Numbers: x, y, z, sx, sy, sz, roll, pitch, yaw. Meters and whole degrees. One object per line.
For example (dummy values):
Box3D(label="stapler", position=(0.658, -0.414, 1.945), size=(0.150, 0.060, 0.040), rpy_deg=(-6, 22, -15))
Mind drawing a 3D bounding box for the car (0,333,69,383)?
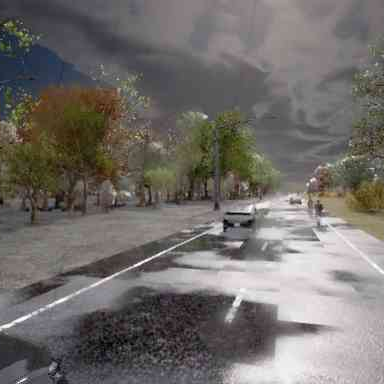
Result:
Box3D(label="car", position=(-2.464, 1.525, 1.208), size=(1.812, 1.442, 4.674), rpy_deg=(0, 0, 17))

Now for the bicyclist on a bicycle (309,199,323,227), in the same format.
Box3D(label="bicyclist on a bicycle", position=(8.150, 1.375, 21.488), size=(0.659, 1.776, 1.843), rpy_deg=(0, 0, 17))

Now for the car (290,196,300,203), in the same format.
Box3D(label="car", position=(21.914, 1.615, 70.934), size=(1.895, 1.301, 4.718), rpy_deg=(0, 0, 17))

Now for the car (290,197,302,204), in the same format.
Box3D(label="car", position=(19.130, 1.580, 61.263), size=(1.994, 1.385, 4.181), rpy_deg=(0, 0, 16))

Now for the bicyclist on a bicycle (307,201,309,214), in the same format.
Box3D(label="bicyclist on a bicycle", position=(10.671, 1.460, 29.926), size=(0.582, 1.620, 1.656), rpy_deg=(0, 0, 17))

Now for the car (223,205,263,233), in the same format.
Box3D(label="car", position=(3.082, 1.495, 19.781), size=(2.128, 1.511, 4.902), rpy_deg=(0, 0, 17))
